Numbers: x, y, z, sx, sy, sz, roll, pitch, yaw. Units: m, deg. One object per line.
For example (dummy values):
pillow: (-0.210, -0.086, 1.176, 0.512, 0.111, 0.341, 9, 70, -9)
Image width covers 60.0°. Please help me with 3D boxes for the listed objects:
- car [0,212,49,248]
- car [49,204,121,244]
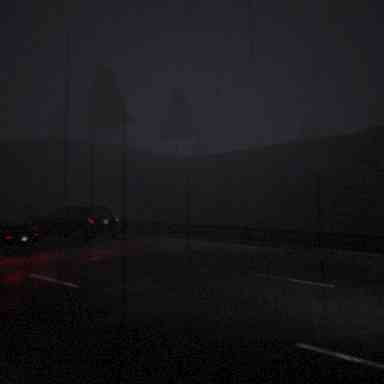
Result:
car: (-8.182, 1.540, 13.514, 4.674, 1.442, 1.812, 0, 0, 31)
car: (-5.676, 1.366, 16.062, 4.553, 1.767, 2.097, 0, 0, 32)
